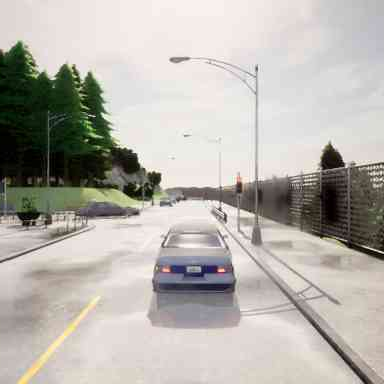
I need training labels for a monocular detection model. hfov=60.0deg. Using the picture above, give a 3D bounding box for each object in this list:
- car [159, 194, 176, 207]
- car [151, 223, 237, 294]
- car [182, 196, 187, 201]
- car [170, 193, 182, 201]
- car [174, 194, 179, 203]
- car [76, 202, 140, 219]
[{"bbox_3d":[-4.023,1.505,52.507,1.837,1.490,4.892,0,0,0],"label":"car"},{"bbox_3d":[0.058,1.547,8.960,2.033,1.411,5.357,0,0,1],"label":"car"},{"bbox_3d":[-3.689,1.540,86.799,5.357,1.411,2.033,0,0,40],"label":"car"},{"bbox_3d":[-3.903,1.225,72.810,2.150,2.045,5.566,0,0,0],"label":"car"},{"bbox_3d":[-3.979,1.526,62.405,1.812,1.442,4.674,0,0,1],"label":"car"},{"bbox_3d":[-7.212,1.547,28.608,5.357,1.411,2.033,0,0,-14],"label":"car"}]
